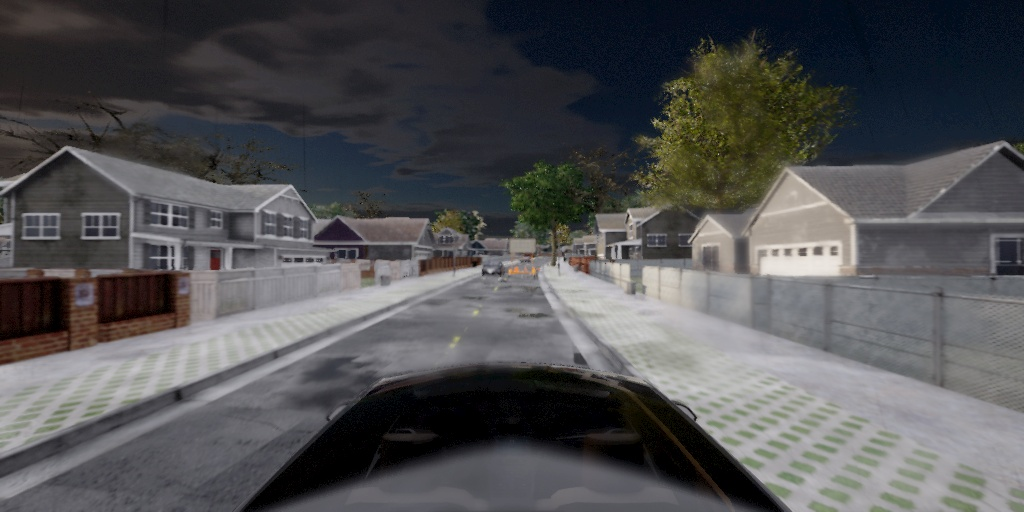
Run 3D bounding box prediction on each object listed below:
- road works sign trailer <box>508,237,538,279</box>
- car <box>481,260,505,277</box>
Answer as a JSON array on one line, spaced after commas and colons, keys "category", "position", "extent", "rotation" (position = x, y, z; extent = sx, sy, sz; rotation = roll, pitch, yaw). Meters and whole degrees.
[{"category": "road works sign trailer", "position": [0.903, 0.134, 31.469], "extent": [2.380, 3.560, 2.880], "rotation": [0, 0, 4]}, {"category": "car", "position": [-1.725, 1.147, 34.034], "extent": [2.128, 1.511, 4.902], "rotation": [0, 0, 4]}]
